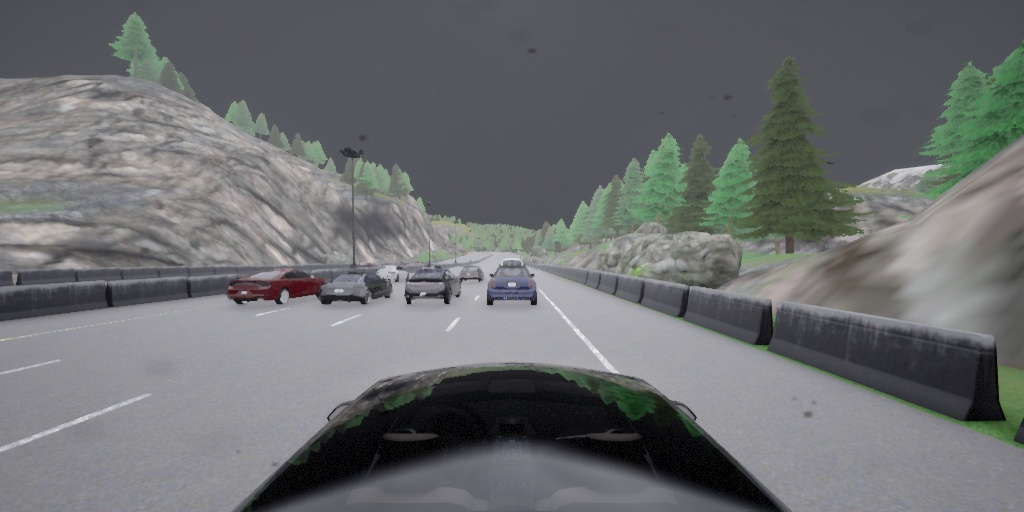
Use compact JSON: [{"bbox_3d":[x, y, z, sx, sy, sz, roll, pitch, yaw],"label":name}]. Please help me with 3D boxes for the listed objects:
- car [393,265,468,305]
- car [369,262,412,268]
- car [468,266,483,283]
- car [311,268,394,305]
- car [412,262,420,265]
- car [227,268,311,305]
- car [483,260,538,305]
[{"bbox_3d":[-3.500,1.327,16.523,2.128,1.511,4.902,0,-1,0],"label":"car"},{"bbox_3d":[-10.500,1.536,31.544,1.812,1.442,4.674,0,-1,0],"label":"car"},{"bbox_3d":[-3.500,1.567,31.543,2.033,1.411,5.357,0,-1,0],"label":"car"},{"bbox_3d":[-7.000,1.404,16.525,1.994,1.385,4.181,0,-1,0],"label":"car"},{"bbox_3d":[-7.000,1.519,31.543,1.837,1.490,4.892,0,-1,0],"label":"car"},{"bbox_3d":[-10.500,1.316,16.525,1.882,1.535,5.008,0,-1,0],"label":"car"},{"bbox_3d":[0.000,1.198,16.495,2.097,1.767,4.553,0,-1,0],"label":"car"}]
